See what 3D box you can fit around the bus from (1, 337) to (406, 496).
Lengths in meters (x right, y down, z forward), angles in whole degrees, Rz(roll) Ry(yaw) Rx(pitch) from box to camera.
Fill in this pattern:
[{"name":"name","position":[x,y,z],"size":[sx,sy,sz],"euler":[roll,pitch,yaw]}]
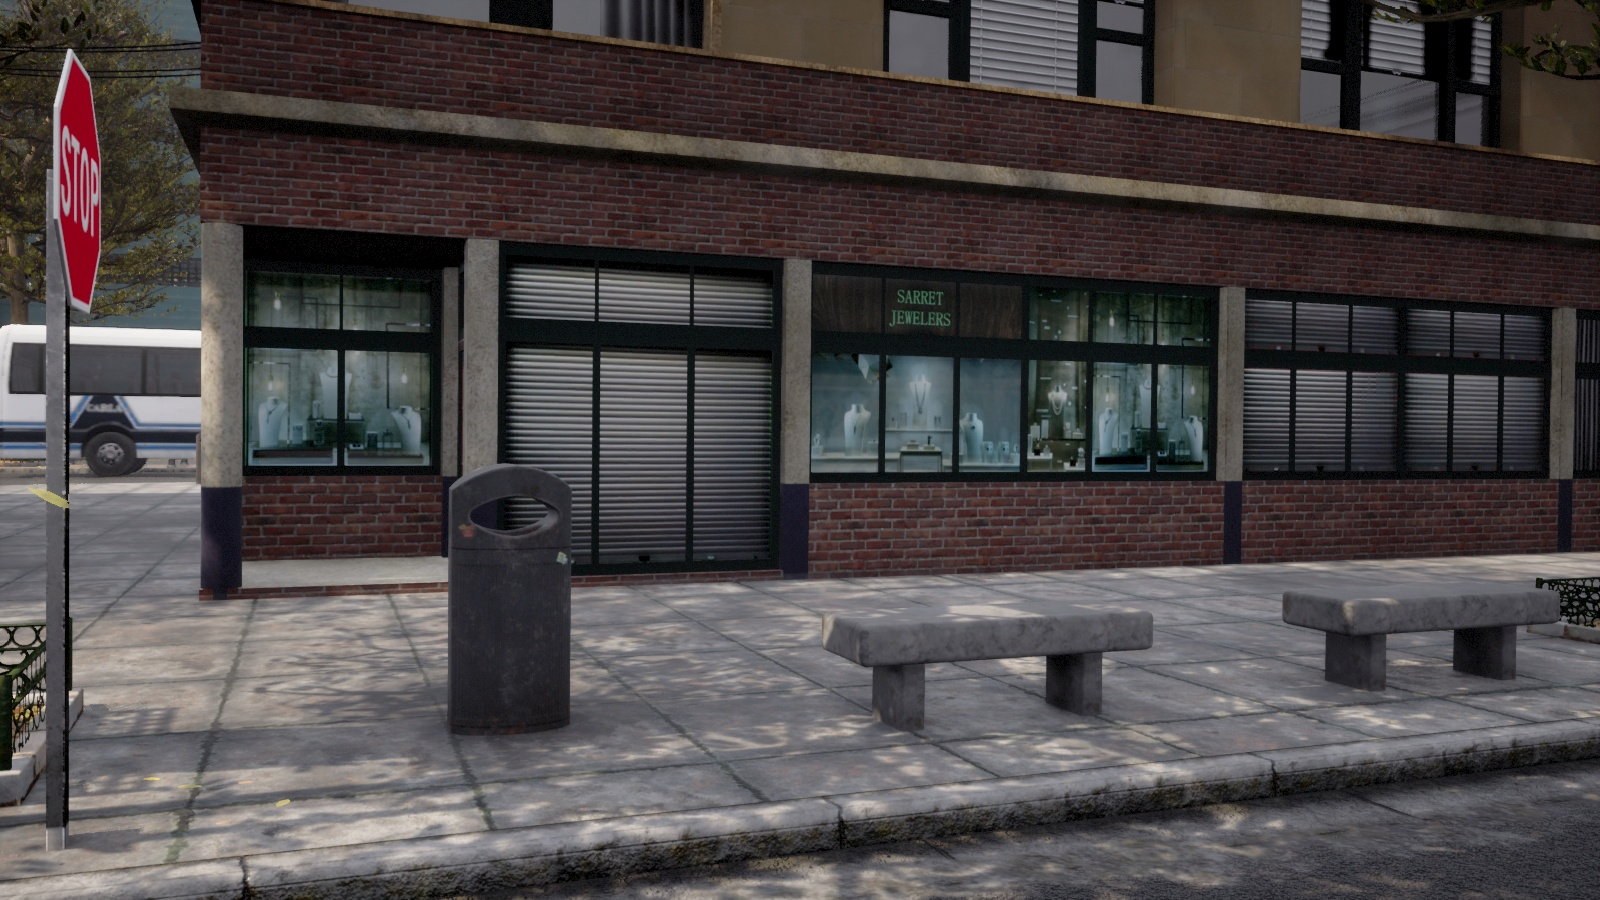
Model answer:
[{"name":"bus","position":[-17.235,-0.999,37.275],"size":[10.273,4.253,3.944],"euler":[-1,1,-21]}]
